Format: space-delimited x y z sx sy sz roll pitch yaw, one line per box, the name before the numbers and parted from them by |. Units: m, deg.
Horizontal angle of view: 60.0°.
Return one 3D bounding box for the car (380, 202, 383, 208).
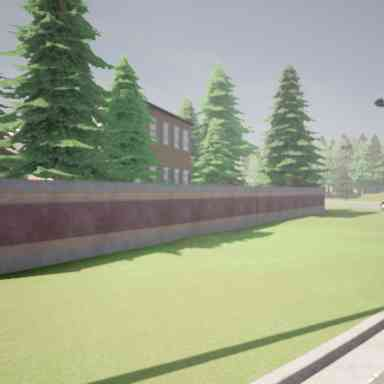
car | 25.242 1.411 40.806 1.837 1.490 4.892 0 -1 -6
